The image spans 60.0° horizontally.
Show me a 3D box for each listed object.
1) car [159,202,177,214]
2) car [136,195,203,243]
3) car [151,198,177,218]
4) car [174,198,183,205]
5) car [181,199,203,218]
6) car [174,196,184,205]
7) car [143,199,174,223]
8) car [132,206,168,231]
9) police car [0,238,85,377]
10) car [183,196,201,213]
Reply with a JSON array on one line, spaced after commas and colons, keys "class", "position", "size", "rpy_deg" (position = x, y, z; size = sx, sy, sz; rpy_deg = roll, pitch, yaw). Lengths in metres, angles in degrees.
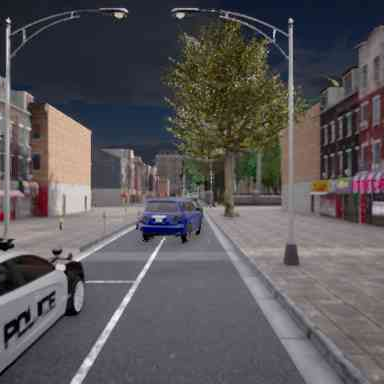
[{"class": "car", "position": [-2.758, 1.886, 39.453], "size": [1.802, 1.307, 4.206], "rpy_deg": [0, 0, 0]}, {"class": "car", "position": [-0.894, 1.352, 17.165], "size": [2.150, 2.045, 5.566], "rpy_deg": [0, 0, 12]}, {"class": "car", "position": [-2.741, 1.575, 33.844], "size": [2.192, 1.841, 5.009], "rpy_deg": [0, 0, 0]}, {"class": "car", "position": [-2.873, 2.093, 71.837], "size": [1.752, 1.417, 4.829], "rpy_deg": [0, 0, 0]}, {"class": "car", "position": [-0.014, 1.610, 33.459], "size": [2.097, 1.767, 4.553], "rpy_deg": [0, 0, 0]}, {"class": "car", "position": [-2.894, 1.928, 77.276], "size": [2.192, 1.841, 5.009], "rpy_deg": [0, 0, 0]}, {"class": "car", "position": [-2.723, 1.531, 28.232], "size": [2.192, 1.841, 5.009], "rpy_deg": [0, 0, 0]}, {"class": "car", "position": [-2.706, 1.717, 22.619], "size": [1.887, 1.381, 4.507], "rpy_deg": [0, 0, 0]}, {"class": "police car", "position": [-3.022, 1.462, 4.728], "size": [1.930, 1.638, 5.238], "rpy_deg": [0, 0, 0]}, {"class": "car", "position": [-0.040, 1.565, 44.319], "size": [2.150, 2.045, 5.566], "rpy_deg": [0, 0, -1]}]
